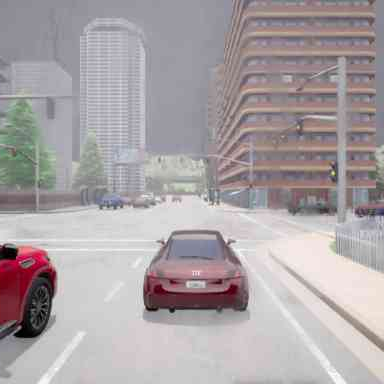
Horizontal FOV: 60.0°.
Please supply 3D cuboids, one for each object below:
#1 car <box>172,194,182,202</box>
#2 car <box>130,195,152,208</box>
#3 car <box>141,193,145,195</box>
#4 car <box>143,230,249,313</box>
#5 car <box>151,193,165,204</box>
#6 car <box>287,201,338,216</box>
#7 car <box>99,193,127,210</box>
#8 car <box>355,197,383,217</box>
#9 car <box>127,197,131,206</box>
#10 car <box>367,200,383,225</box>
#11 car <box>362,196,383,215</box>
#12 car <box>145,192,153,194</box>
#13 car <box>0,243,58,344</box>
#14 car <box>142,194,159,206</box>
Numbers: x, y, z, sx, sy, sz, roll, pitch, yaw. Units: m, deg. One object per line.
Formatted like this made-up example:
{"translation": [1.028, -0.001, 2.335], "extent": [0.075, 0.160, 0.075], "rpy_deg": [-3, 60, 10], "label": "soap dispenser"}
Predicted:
{"translation": [-3.513, 1.355, 77.652], "extent": [2.097, 1.767, 4.553], "rpy_deg": [0, 0, 0], "label": "car"}
{"translation": [-7.090, 1.526, 46.873], "extent": [1.812, 1.442, 4.674], "rpy_deg": [0, 0, -1], "label": "car"}
{"translation": [-10.554, 1.505, 64.206], "extent": [1.837, 1.490, 4.892], "rpy_deg": [0, 0, 0], "label": "car"}
{"translation": [0.092, 1.564, 7.738], "extent": [1.994, 1.385, 4.181], "rpy_deg": [0, 0, 1], "label": "car"}
{"translation": [-7.044, 1.526, 65.993], "extent": [1.812, 1.442, 4.674], "rpy_deg": [0, 0, 0], "label": "car"}
{"translation": [11.418, 1.545, 31.297], "extent": [4.718, 1.301, 1.895], "rpy_deg": [0, 0, -12], "label": "car"}
{"translation": [-10.583, 1.221, 44.018], "extent": [2.150, 2.045, 5.566], "rpy_deg": [0, 0, 2], "label": "car"}
{"translation": [16.573, 1.422, 29.026], "extent": [5.008, 1.535, 1.882], "rpy_deg": [0, 0, -20], "label": "car"}
{"translation": [-10.599, 1.526, 53.773], "extent": [1.812, 1.442, 4.674], "rpy_deg": [0, 0, 0], "label": "car"}
{"translation": [14.096, 1.422, 20.953], "extent": [5.008, 1.535, 1.882], "rpy_deg": [0, 0, -11], "label": "car"}
{"translation": [19.860, 1.297, 34.142], "extent": [4.553, 1.767, 2.097], "rpy_deg": [0, 0, -27], "label": "car"}
{"translation": [-10.512, 1.225, 74.734], "extent": [2.150, 2.045, 5.566], "rpy_deg": [0, 0, 0], "label": "car"}
{"translation": [-3.432, 1.221, 3.462], "extent": [2.150, 2.045, 5.566], "rpy_deg": [0, 0, 0], "label": "car"}
{"translation": [-7.097, 1.526, 55.730], "extent": [1.812, 1.442, 4.674], "rpy_deg": [0, 0, 0], "label": "car"}
